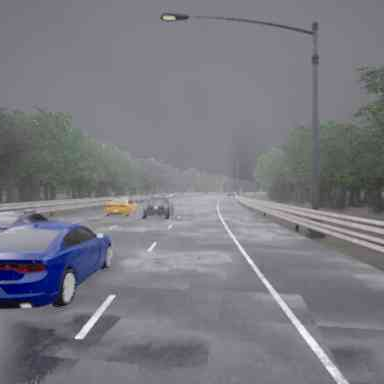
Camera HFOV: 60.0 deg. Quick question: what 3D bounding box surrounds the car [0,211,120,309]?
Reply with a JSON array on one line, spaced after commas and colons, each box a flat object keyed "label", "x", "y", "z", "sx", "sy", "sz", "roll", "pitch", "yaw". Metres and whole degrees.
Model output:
[{"label": "car", "x": -3.313, "y": 1.449, "z": 7.924, "sx": 1.882, "sy": 1.535, "sz": 5.008, "roll": 0, "pitch": 0, "yaw": 1}]

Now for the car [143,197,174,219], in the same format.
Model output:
[{"label": "car", "x": -2.704, "y": 1.234, "z": 27.864, "sx": 2.097, "sy": 1.767, "sz": 4.553, "roll": 0, "pitch": 0, "yaw": 3}]

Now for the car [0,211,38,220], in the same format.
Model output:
[{"label": "car", "x": -6.717, "y": 1.474, "z": 13.113, "sx": 1.812, "sy": 1.442, "sz": 4.674, "roll": 0, "pitch": 0, "yaw": 1}]

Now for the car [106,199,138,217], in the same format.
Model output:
[{"label": "car", "x": -6.128, "y": 1.349, "z": 29.604, "sx": 1.882, "sy": 1.535, "sz": 5.008, "roll": 0, "pitch": 0, "yaw": 3}]
